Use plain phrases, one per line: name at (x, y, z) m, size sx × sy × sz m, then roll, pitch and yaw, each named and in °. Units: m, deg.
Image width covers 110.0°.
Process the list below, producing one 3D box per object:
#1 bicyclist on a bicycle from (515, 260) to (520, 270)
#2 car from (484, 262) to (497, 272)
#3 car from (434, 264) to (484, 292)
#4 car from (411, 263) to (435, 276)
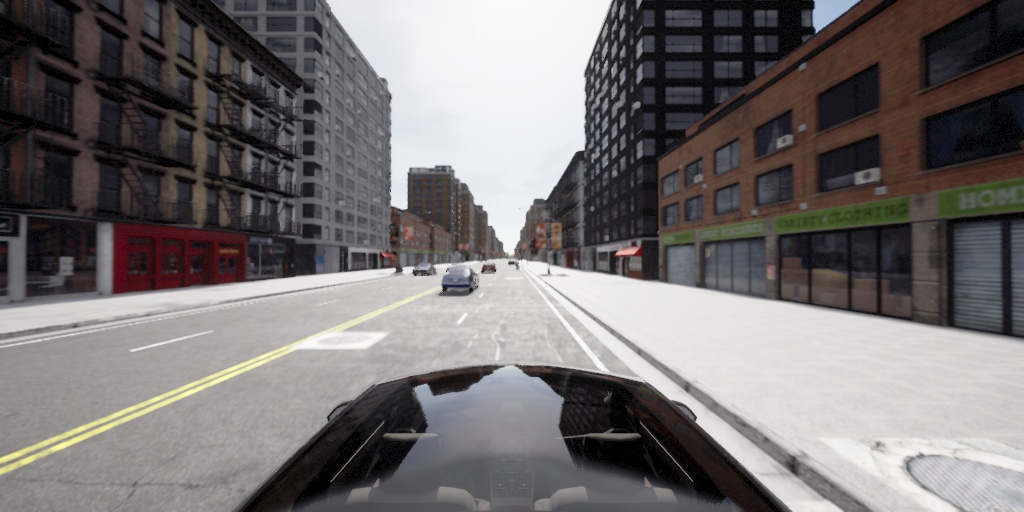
bicyclist on a bicycle at (0.891, 1.474, 57.111) m, size 0.866 × 1.612 × 1.509 m, roll 0°, pitch 0°, yaw 0°
car at (-3.148, 1.525, 50.049) m, size 1.812 × 1.442 × 4.674 m, roll 0°, pitch 0°, yaw 0°
car at (-3.149, 1.404, 22.521) m, size 2.033 × 1.411 × 5.357 m, roll 0°, pitch 0°, yaw 0°
car at (-9.842, 1.497, 40.768) m, size 2.033 × 1.411 × 5.357 m, roll 0°, pitch 0°, yaw 0°
